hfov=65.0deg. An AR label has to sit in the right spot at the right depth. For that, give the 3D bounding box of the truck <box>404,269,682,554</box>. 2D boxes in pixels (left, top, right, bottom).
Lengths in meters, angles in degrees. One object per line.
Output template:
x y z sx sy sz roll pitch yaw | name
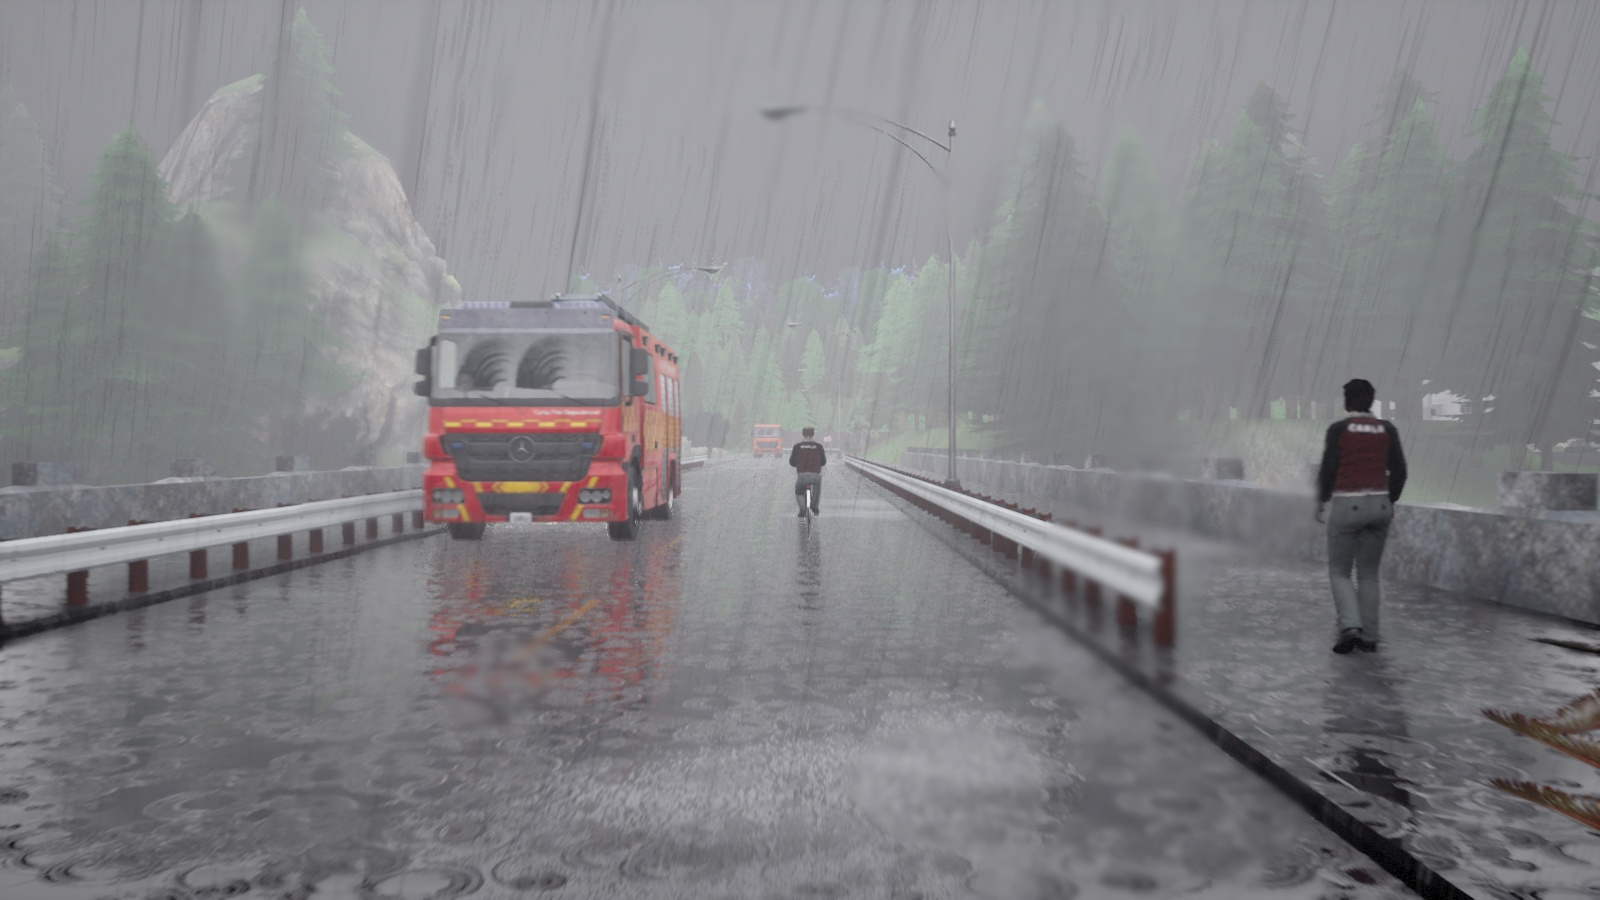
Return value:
-3.859 -0.540 21.135 2.891 3.827 8.468 0 0 0 | truck

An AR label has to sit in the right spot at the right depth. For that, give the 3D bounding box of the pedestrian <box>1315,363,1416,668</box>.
3.721 0.412 8.297 0.402 1.930 0.666 0 0 4 | pedestrian

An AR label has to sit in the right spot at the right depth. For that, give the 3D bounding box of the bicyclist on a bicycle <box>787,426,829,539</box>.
0.138 0.501 20.651 0.659 1.776 1.843 0 0 0 | bicyclist on a bicycle
